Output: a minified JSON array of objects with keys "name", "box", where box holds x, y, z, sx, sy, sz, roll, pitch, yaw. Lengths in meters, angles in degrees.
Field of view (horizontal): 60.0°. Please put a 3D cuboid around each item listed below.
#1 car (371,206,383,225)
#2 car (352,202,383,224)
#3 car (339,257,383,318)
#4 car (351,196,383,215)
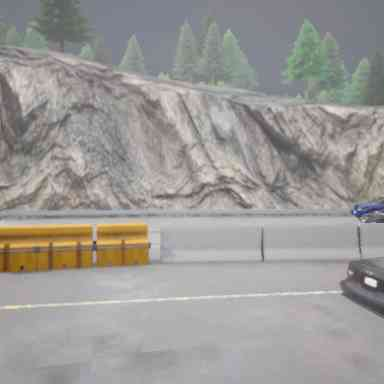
[{"name":"car","box":[15.991,1.684,24.353,4.718,1.301,1.895,0,0,-2]},{"name":"car","box":[13.019,1.575,20.703,4.892,1.490,1.837,0,0,-3]},{"name":"car","box":[5.499,1.570,5.907,5.357,1.411,2.033,0,0,-7]},{"name":"car","box":[16.382,1.315,27.866,5.566,2.045,2.150,0,0,-2]}]
